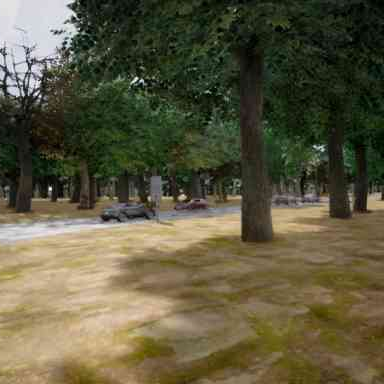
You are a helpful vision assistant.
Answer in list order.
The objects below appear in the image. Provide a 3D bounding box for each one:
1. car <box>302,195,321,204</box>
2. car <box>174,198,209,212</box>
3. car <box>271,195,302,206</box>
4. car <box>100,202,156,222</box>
[{"bbox_3d":[20.074,1.194,56.152,2.033,1.411,5.357,-2,-1,38],"label":"car"},{"bbox_3d":[0.021,1.407,36.262,1.812,1.442,4.674,-2,-1,38],"label":"car"},{"bbox_3d":[13.700,1.197,47.898,1.837,1.490,4.892,-2,-1,38],"label":"car"},{"bbox_3d":[-4.630,1.402,24.433,1.994,1.385,4.181,-2,-1,38],"label":"car"}]
